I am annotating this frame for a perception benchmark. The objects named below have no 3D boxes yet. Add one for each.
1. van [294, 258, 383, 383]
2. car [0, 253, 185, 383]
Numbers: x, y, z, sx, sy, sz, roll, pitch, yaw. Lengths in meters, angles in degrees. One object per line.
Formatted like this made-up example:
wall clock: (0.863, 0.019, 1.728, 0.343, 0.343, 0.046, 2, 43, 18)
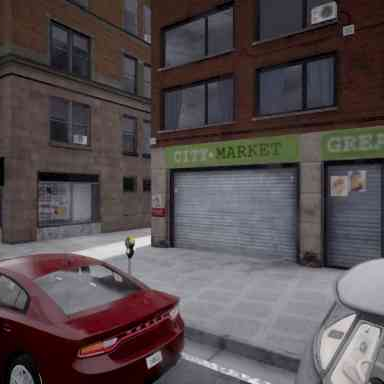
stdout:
van: (2.417, 1.341, 1.352, 3.998, 1.788, 1.690, 0, 0, 35)
car: (-2.192, 1.544, 4.639, 4.507, 1.381, 1.887, 0, 0, 35)
